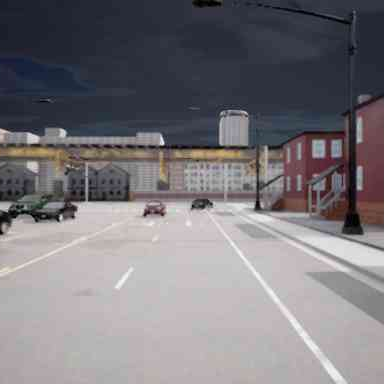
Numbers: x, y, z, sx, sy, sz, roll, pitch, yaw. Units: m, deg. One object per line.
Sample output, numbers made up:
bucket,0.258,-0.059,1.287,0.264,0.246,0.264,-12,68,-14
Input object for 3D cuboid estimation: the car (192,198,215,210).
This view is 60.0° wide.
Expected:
car,1.406,1.511,42.739,1.812,1.442,4.674,-1,0,21

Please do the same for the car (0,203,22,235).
car,-10.600,1.486,15.972,2.128,1.511,4.902,0,0,0

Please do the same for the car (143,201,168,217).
car,-3.404,1.515,30.910,1.812,1.442,4.674,0,0,0

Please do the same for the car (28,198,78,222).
car,-10.584,1.469,26.214,1.882,1.535,5.008,0,0,0

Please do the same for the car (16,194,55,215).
car,-14.070,1.211,29.871,2.150,2.045,5.566,0,0,0
